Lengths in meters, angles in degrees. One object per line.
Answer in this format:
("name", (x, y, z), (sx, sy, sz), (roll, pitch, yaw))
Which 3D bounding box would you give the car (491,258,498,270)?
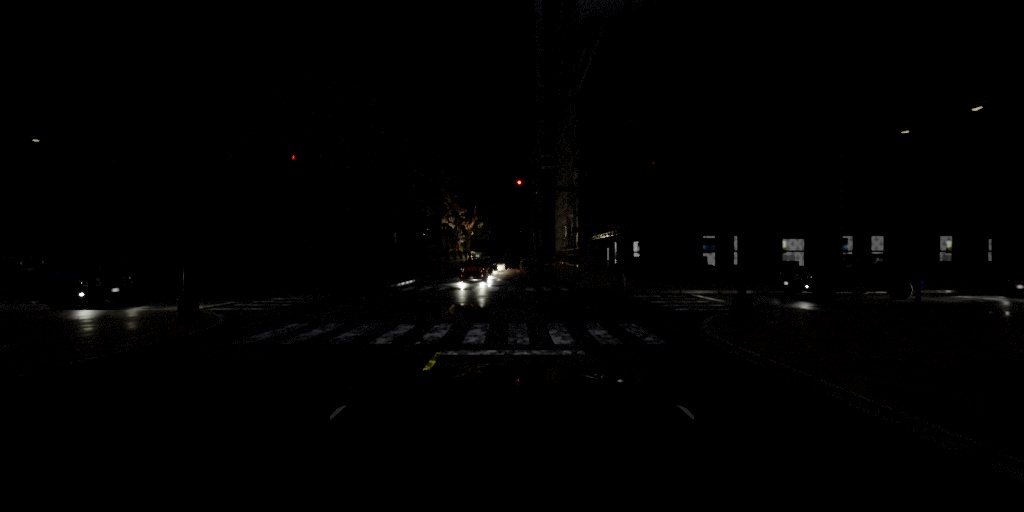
("car", (-3.124, 1.095, 49.770), (2.097, 1.767, 4.553), (0, 0, 0))

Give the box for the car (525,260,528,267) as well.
("car", (2.664, 1.311, 36.516), (1.948, 1.339, 4.313), (0, 0, 0))

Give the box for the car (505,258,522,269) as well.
("car", (0.050, 1.094, 55.421), (2.097, 1.767, 4.553), (0, 0, 1))

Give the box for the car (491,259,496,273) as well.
("car", (-3.127, 1.346, 39.794), (1.895, 1.301, 4.718), (0, 0, 0))

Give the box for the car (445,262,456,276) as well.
("car", (-5.716, 1.290, 36.507), (1.888, 1.381, 4.507), (0, 0, 0))

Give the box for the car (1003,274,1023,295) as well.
("car", (26.129, 1.160, 16.658), (4.902, 1.511, 2.128), (0, 0, 1))

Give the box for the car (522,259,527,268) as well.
("car", (2.647, 1.303, 59.241), (1.948, 1.339, 4.313), (0, 0, 0))

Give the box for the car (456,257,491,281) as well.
("car", (-3.121, 1.098, 30.007), (2.097, 1.767, 4.553), (0, 0, 0))

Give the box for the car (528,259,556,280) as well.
("car", (2.669, 1.186, 30.835), (1.967, 1.591, 4.097), (0, 0, 0))

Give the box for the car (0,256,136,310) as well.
("car", (-18.587, 1.013, 14.366), (5.566, 2.045, 2.150), (0, 0, 1))

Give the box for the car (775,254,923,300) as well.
("car", (15.700, 0.922, 16.873), (5.566, 2.045, 2.150), (0, 0, 1))
